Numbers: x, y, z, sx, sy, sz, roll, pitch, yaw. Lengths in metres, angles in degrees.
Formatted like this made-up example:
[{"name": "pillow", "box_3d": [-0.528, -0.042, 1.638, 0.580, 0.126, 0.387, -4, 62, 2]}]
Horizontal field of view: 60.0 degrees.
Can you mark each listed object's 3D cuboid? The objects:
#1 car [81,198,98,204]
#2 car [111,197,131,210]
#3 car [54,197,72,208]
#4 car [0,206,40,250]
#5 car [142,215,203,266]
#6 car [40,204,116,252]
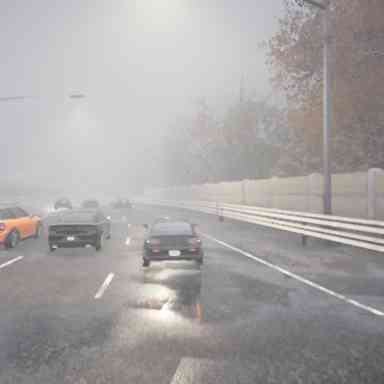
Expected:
[{"name": "car", "box_3d": [-14.415, 1.528, 46.695, 1.882, 1.535, 5.008, 0, 0, -25]}, {"name": "car", "box_3d": [-9.524, 1.384, 44.342, 2.097, 1.767, 4.553, 0, 0, -23]}, {"name": "car", "box_3d": [-17.632, 1.414, 45.277, 2.097, 1.767, 4.553, 0, 0, -25]}, {"name": "car", "box_3d": [-8.192, 1.381, 14.538, 2.097, 1.767, 4.553, 0, 0, -8]}, {"name": "car", "box_3d": [-0.728, 1.528, 11.497, 1.812, 1.442, 4.674, 0, 0, -6]}, {"name": "car", "box_3d": [-4.604, 1.494, 14.217, 1.882, 1.535, 5.008, 0, 0, -7]}]
